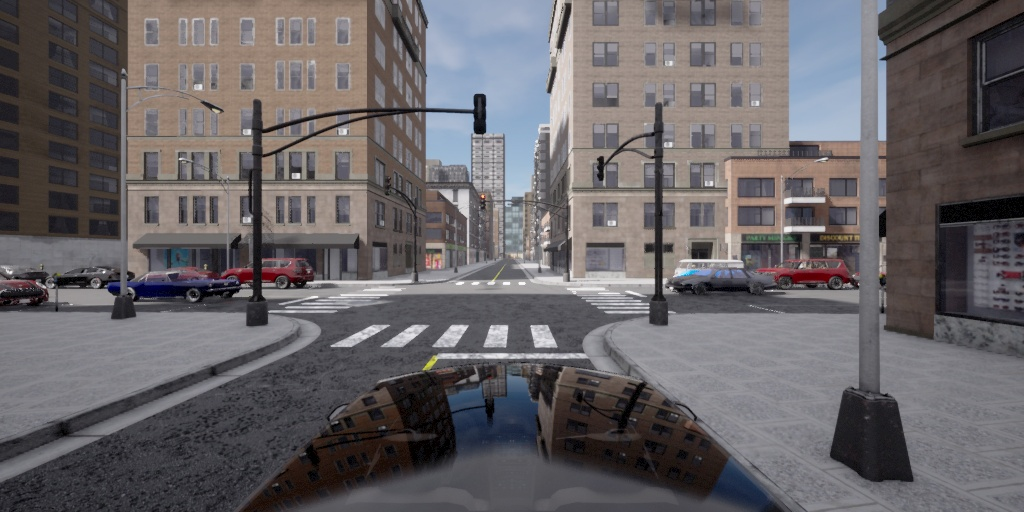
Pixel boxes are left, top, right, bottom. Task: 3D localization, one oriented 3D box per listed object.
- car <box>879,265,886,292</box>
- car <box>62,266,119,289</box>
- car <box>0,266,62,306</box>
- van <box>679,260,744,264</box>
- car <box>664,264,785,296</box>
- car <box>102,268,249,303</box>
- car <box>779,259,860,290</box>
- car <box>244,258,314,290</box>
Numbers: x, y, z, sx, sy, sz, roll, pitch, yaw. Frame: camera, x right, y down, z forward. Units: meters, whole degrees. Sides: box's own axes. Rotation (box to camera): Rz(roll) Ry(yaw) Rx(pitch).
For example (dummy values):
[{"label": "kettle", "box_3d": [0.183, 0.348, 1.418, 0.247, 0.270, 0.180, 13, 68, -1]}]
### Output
[{"label": "car", "box_3d": [22.370, 1.281, 19.124, 4.892, 1.490, 1.837, 0, 0, 1]}, {"label": "car", "box_3d": [-25.956, 1.298, 22.162, 4.313, 1.339, 1.948, 0, 0, 0]}, {"label": "car", "box_3d": [-20.457, 1.179, 13.604, 4.097, 1.591, 1.967, 0, 0, 0]}, {"label": "van", "box_3d": [12.038, 1.107, 21.942, 3.998, 1.789, 1.690, 0, 0, 0]}, {"label": "car", "box_3d": [11.114, 1.314, 19.178, 5.357, 1.411, 2.033, 0, 0, -4]}, {"label": "car", "box_3d": [-15.000, 1.345, 16.155, 4.718, 1.301, 1.895, 0, 0, 3]}, {"label": "car", "box_3d": [17.634, 1.086, 21.910, 5.009, 1.841, 2.192, 0, 0, 0]}, {"label": "car", "box_3d": [-14.909, 1.058, 22.098, 5.009, 1.841, 2.192, 0, 0, 0]}]
